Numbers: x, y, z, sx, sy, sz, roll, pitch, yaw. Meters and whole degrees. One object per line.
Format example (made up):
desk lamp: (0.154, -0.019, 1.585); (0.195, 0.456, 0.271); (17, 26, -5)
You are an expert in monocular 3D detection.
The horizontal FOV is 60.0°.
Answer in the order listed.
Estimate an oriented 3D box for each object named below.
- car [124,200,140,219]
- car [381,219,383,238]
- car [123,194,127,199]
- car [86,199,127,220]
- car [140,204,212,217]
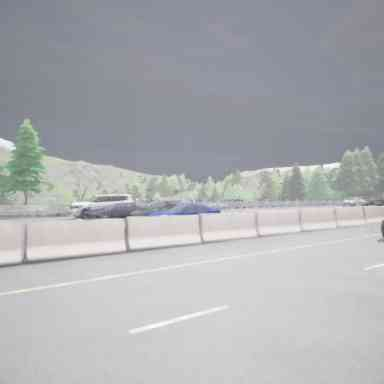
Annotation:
car: (-2.089, 1.480, 23.998); (4.892, 1.490, 1.837); (0, 0, -35)
car: (10.670, 1.480, 15.678); (4.674, 1.442, 1.812); (0, 0, -36)
car: (-7.616, 1.204, 28.655); (5.566, 2.045, 2.150); (0, 0, -36)
car: (-5.566, 1.529, 25.817); (5.357, 1.411, 2.033); (0, 0, -36)
car: (-0.430, 1.453, 20.883); (5.008, 1.535, 1.882); (0, 0, -36)
